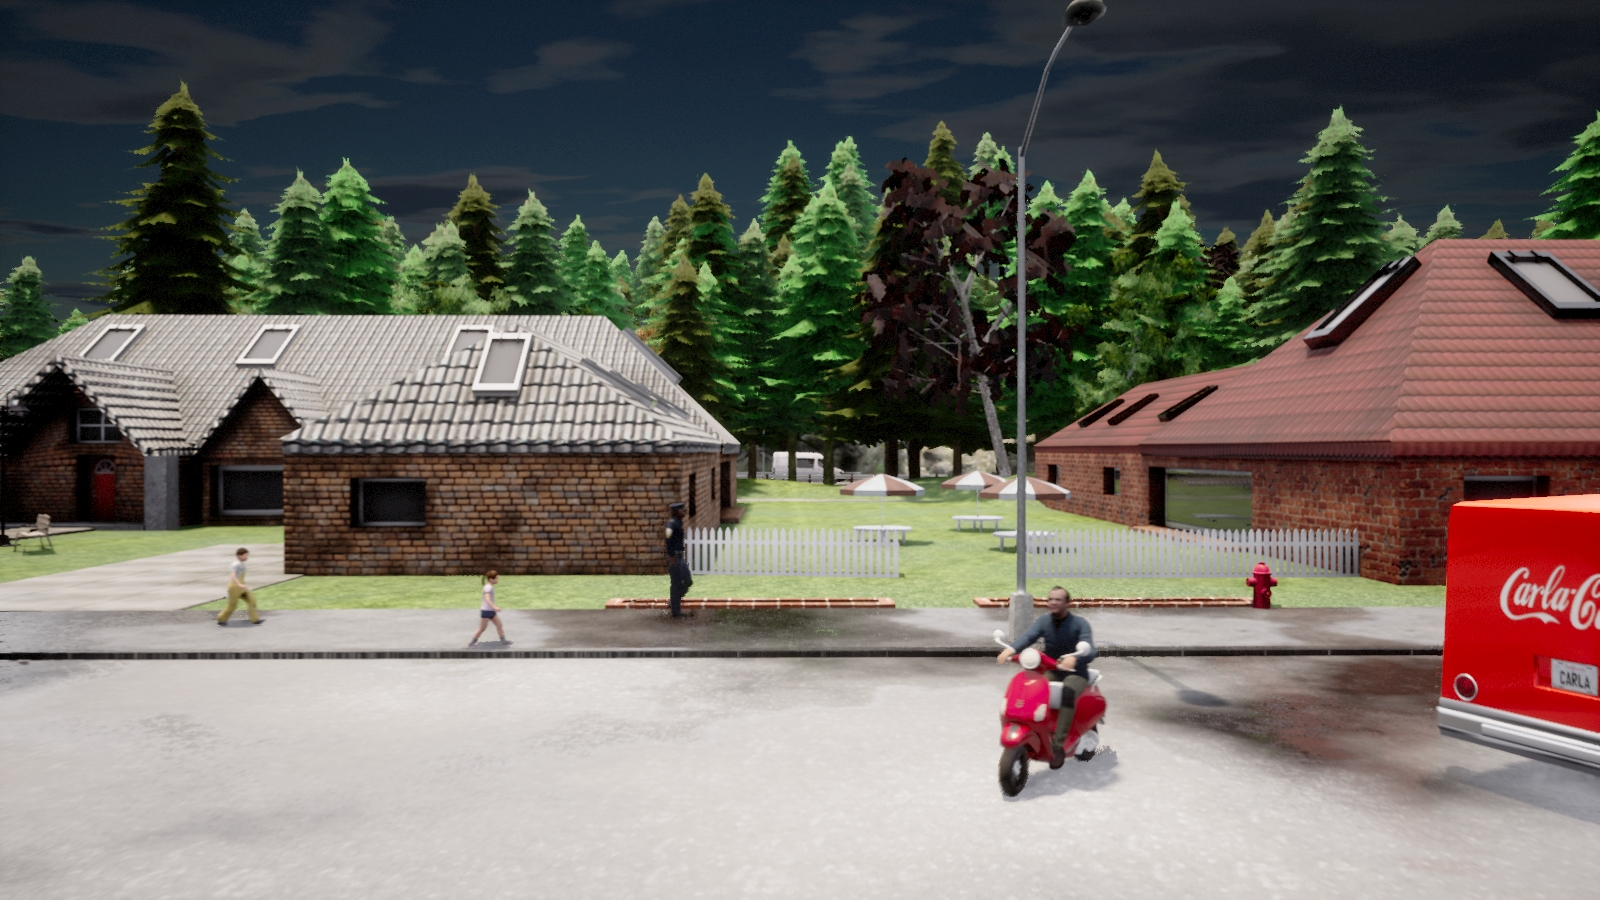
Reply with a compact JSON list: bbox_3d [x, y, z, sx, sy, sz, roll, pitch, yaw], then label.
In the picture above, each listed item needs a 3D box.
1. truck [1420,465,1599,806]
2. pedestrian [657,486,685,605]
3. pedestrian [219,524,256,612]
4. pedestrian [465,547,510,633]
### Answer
[{"bbox_3d":[8.290,1.356,9.533,5.204,2.467,2.627,-1,0,-19],"label":"truck"},{"bbox_3d":[-2.050,1.512,18.205,0.375,1.860,0.375,0,0,4],"label":"pedestrian"},{"bbox_3d":[-8.587,1.792,17.440,0.375,1.300,0.375,0,0,0],"label":"pedestrian"},{"bbox_3d":[-4.246,1.893,15.525,0.500,1.100,0.500,0,0,-3],"label":"pedestrian"}]
